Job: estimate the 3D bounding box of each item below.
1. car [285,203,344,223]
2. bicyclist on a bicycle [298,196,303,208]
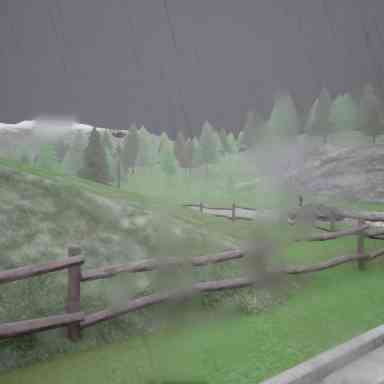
[{"bbox_3d":[9.286,1.564,25.307,4.181,1.385,1.994,0,0,37],"label":"car"},{"bbox_3d":[14.321,1.302,43.832,0.582,1.620,1.656,0,0,34],"label":"bicyclist on a bicycle"}]
